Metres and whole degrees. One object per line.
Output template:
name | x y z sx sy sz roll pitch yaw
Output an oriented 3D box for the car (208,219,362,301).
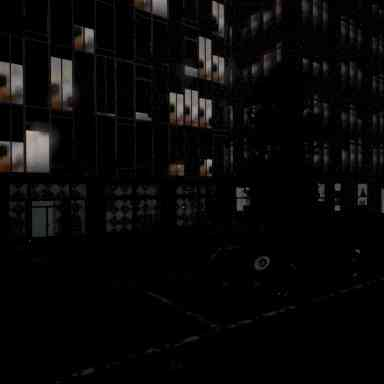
car | 2.344 1.439 8.225 4.097 1.590 1.967 0 -1 -35
